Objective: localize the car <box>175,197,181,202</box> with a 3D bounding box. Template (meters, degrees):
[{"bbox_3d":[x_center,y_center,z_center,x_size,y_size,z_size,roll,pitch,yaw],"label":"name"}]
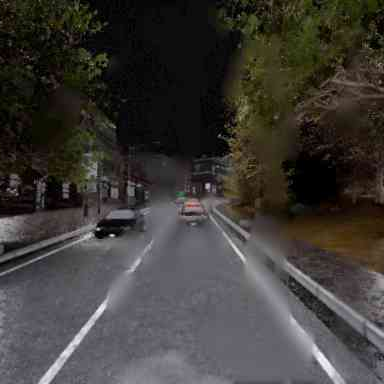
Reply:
[{"bbox_3d":[-1.865,1.637,59.524,1.837,1.490,4.892,-1,0,9],"label":"car"}]

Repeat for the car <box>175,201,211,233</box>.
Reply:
[{"bbox_3d":[0.103,1.531,20.061,2.128,1.511,4.902,0,0,0],"label":"car"}]

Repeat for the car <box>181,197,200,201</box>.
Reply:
[{"bbox_3d":[0.148,1.425,37.992,2.097,1.767,4.553,0,0,1],"label":"car"}]

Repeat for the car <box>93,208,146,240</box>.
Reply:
[{"bbox_3d":[-3.598,1.582,17.631,2.033,1.411,5.357,0,0,0],"label":"car"}]
